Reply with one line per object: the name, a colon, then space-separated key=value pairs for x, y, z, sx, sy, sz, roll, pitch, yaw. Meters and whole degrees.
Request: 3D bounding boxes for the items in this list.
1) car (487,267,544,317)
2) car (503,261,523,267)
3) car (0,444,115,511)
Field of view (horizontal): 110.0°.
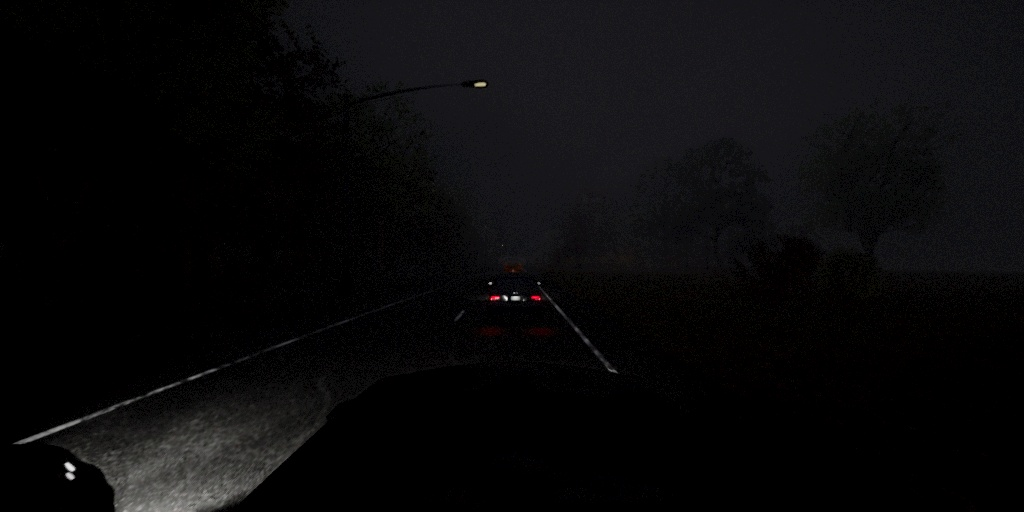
car: x=0.102 y=1.290 z=13.073 sx=2.033 sy=1.411 sz=5.357 roll=0 pitch=0 yaw=0
car: x=0.101 y=1.207 z=35.809 sx=1.882 sy=1.535 sz=5.008 roll=0 pitch=0 yaw=0
car: x=-3.396 y=1.315 z=0.386 sx=1.994 sy=1.385 sz=4.181 roll=0 pitch=0 yaw=0
